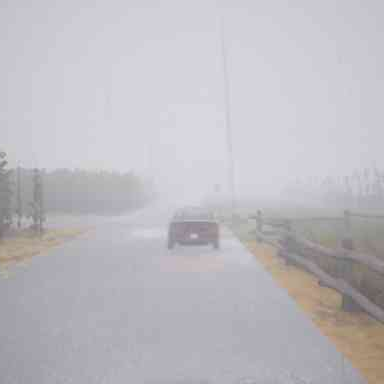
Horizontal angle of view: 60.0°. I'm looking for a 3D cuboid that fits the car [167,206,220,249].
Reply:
[{"bbox_3d":[0.047,1.299,13.605,1.882,1.535,5.008,0,1,0],"label":"car"}]
